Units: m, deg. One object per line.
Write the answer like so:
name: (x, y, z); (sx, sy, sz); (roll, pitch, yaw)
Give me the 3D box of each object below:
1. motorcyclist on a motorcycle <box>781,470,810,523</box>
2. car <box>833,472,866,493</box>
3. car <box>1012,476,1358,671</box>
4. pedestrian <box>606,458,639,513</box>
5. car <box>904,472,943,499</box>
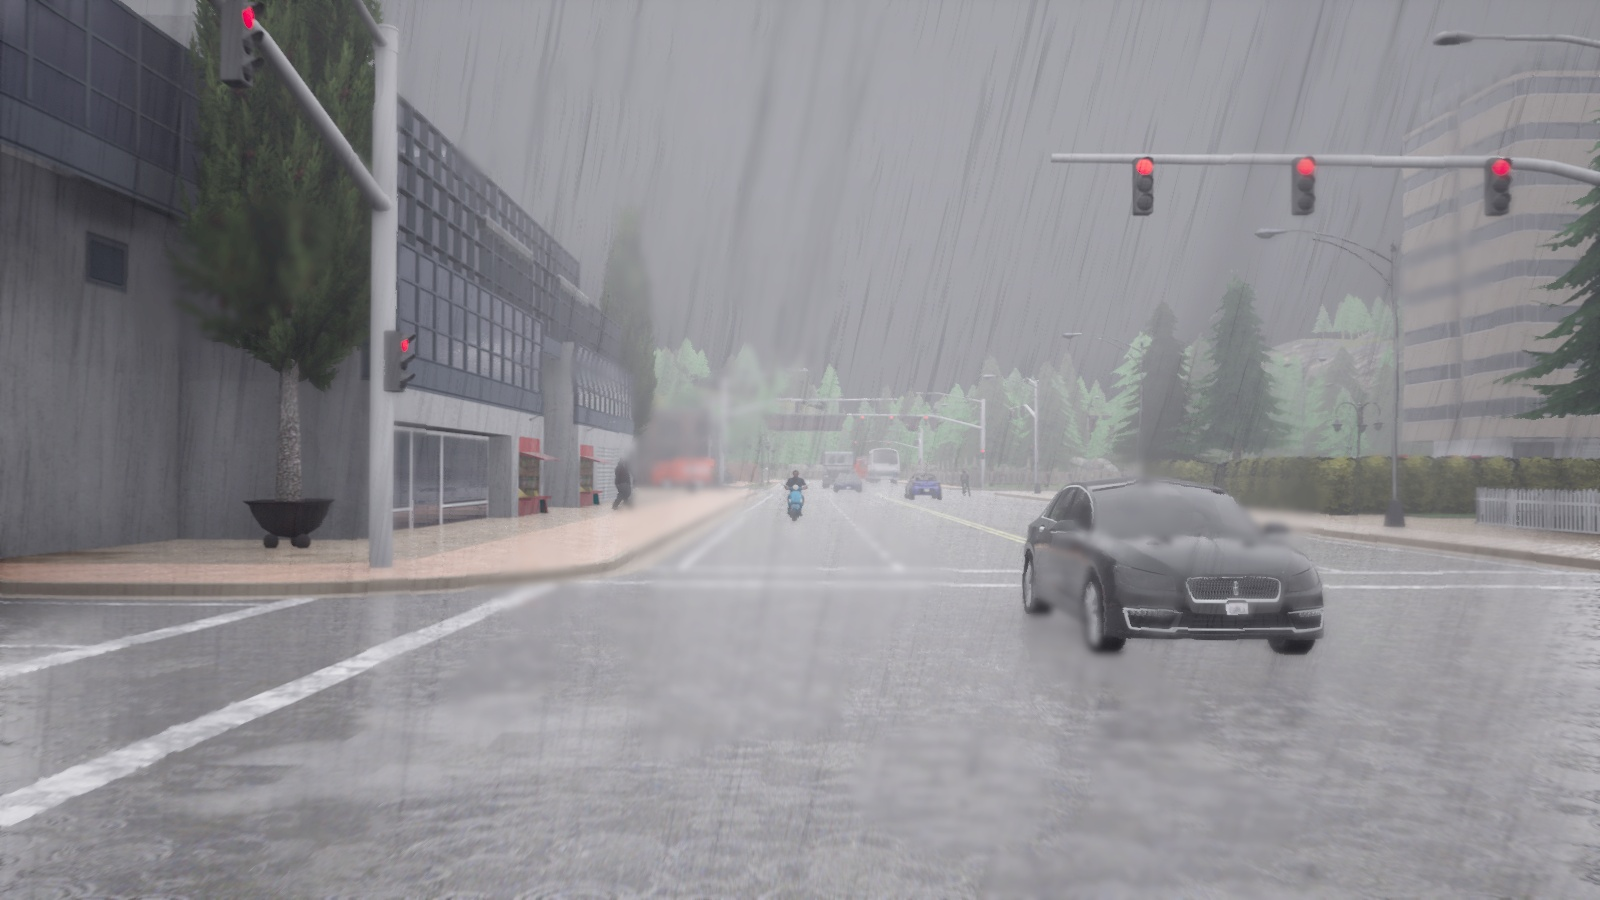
motorcyclist on a motorcycle: (-0.131, 1.412, 38.448); (0.866, 1.590, 1.817); (0, -1, 0)
car: (3.462, 2.292, 89.084); (2.163, 1.488, 4.792); (0, -1, 0)
car: (3.417, 1.011, 12.248); (1.837, 1.490, 4.892); (0, -1, 0)
pedestrian: (-5.997, 1.208, 42.440); (0.899, 1.844, 0.634); (-1, -1, 23)
car: (6.928, 1.985, 70.800); (1.816, 1.474, 4.193); (0, -1, 0)
